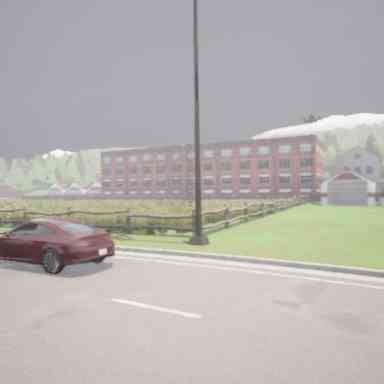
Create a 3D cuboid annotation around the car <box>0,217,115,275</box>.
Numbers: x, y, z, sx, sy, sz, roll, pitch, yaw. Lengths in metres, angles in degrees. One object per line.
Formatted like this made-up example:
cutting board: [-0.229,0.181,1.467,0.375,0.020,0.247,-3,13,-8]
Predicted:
car: [-4.529,1.526,10.353,4.674,1.442,1.812,-1,0,28]
